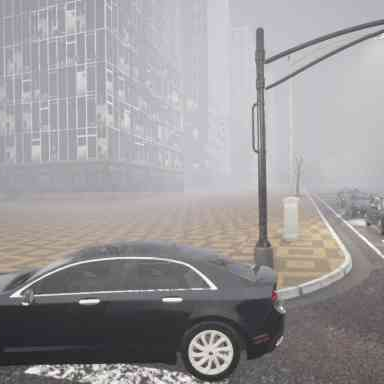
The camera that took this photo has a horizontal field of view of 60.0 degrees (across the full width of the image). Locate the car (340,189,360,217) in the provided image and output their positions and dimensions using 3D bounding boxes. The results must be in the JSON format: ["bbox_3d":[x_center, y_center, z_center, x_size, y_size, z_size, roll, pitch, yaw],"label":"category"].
[{"bbox_3d":[10.849,0.759,20.819,1.994,1.385,4.181,-1,2,17],"label":"car"}]

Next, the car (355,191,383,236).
[{"bbox_3d":[8.846,0.928,14.510,2.128,1.511,4.902,-1,2,18],"label":"car"}]

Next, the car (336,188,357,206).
[{"bbox_3d":[12.799,0.454,26.897,2.128,1.511,4.902,-1,2,18],"label":"car"}]

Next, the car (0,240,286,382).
[{"bbox_3d":[-1.173,1.505,4.800,4.892,1.490,1.837,0,0,0],"label":"car"}]
